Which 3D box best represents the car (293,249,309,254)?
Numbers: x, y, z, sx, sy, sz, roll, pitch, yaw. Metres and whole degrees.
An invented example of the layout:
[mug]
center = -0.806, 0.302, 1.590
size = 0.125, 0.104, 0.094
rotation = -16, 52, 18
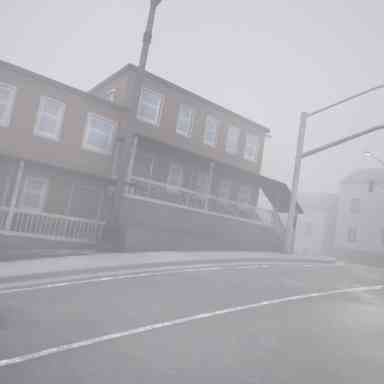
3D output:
[car]
center = 8.835, 5.850, 30.369
size = 2.128, 1.511, 4.902
rotation = 13, -16, -34
